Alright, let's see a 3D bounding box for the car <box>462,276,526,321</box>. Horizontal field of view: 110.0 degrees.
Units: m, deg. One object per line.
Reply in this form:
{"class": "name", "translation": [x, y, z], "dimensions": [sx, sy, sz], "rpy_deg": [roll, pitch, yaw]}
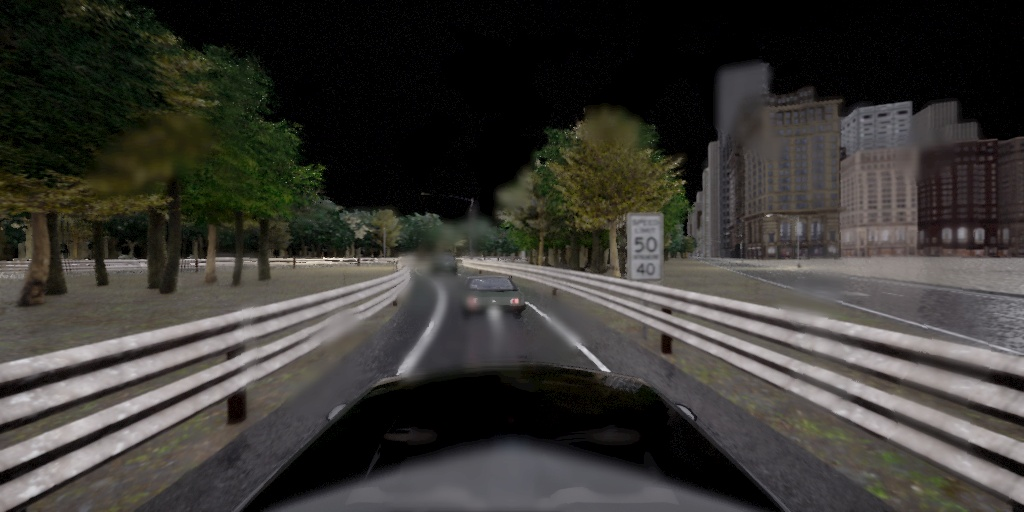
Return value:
{"class": "car", "translation": [-0.797, 1.336, 12.513], "dimensions": [1.895, 1.301, 4.718], "rpy_deg": [0, 0, -8]}

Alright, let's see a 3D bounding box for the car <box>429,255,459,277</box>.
{"class": "car", "translation": [-6.550, 0.880, 34.327], "dimensions": [2.150, 2.045, 5.566], "rpy_deg": [0, 1, -20]}
